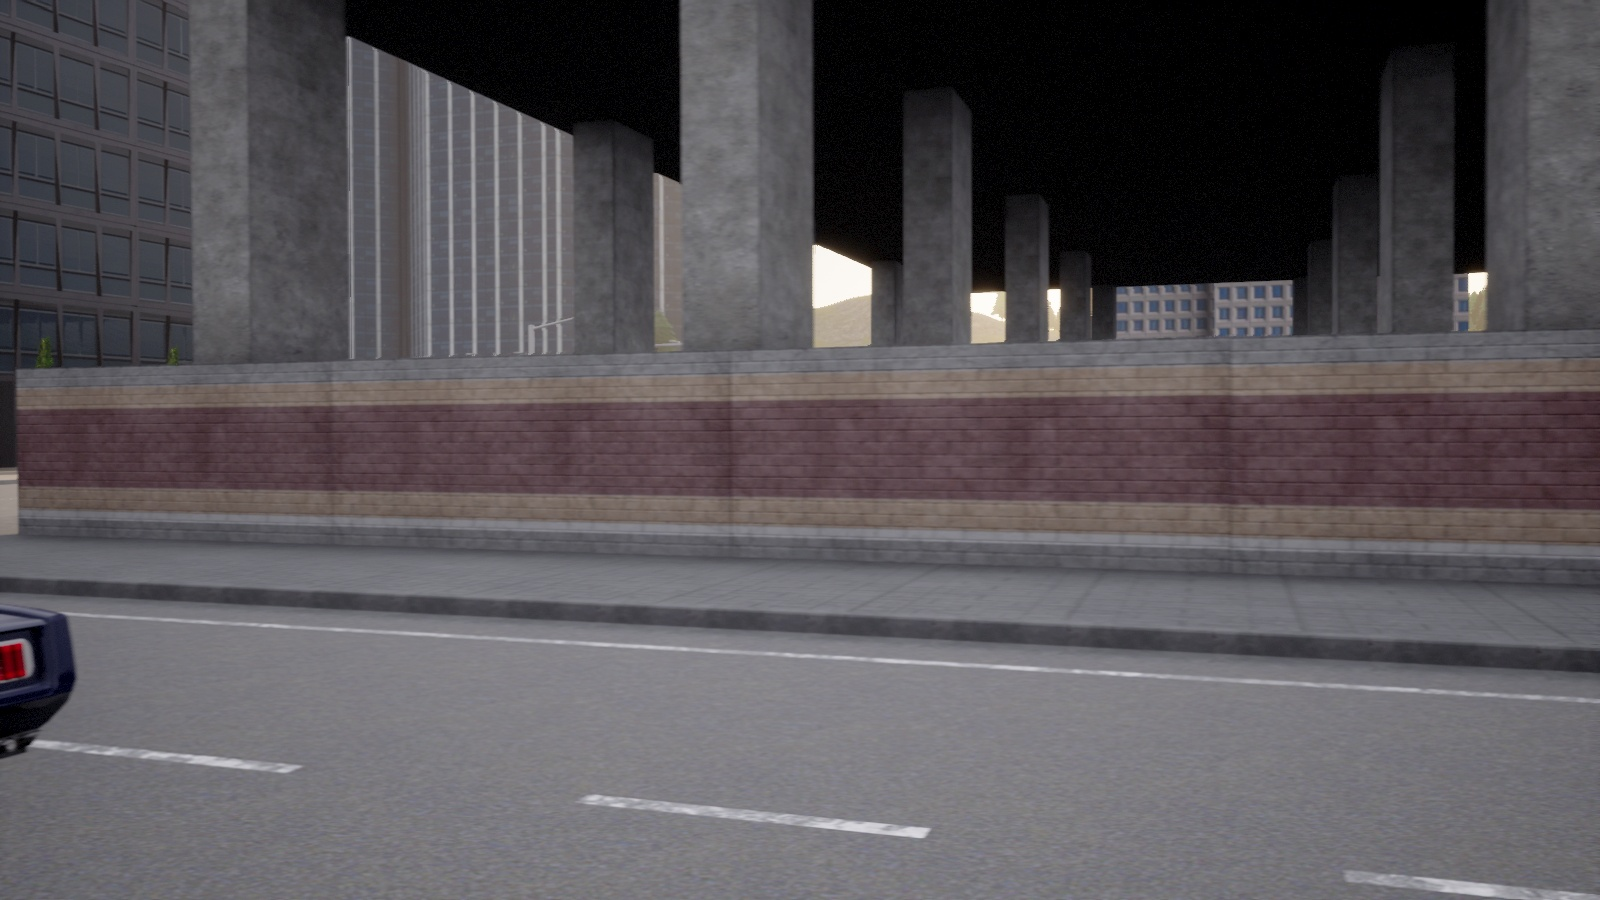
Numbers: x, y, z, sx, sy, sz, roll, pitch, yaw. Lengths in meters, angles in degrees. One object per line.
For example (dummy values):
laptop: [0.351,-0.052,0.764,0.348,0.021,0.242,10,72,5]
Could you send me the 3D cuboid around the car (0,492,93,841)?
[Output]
car: [-5.451,0.826,5.027,4.718,1.301,1.895,1,1,19]
